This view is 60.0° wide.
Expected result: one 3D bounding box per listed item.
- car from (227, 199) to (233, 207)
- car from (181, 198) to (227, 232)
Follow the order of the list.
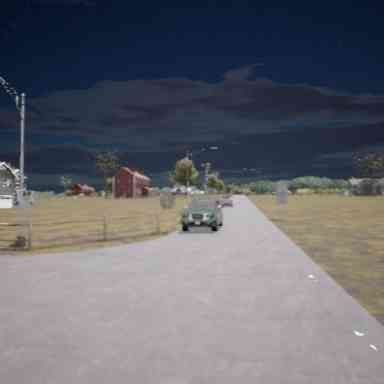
[{"bbox_3d":[5.722,1.785,54.534,1.994,1.385,4.181,-1,0,8],"label":"car"},{"bbox_3d":[0.802,1.424,21.877,2.150,2.045,5.566,-1,0,10],"label":"car"}]
